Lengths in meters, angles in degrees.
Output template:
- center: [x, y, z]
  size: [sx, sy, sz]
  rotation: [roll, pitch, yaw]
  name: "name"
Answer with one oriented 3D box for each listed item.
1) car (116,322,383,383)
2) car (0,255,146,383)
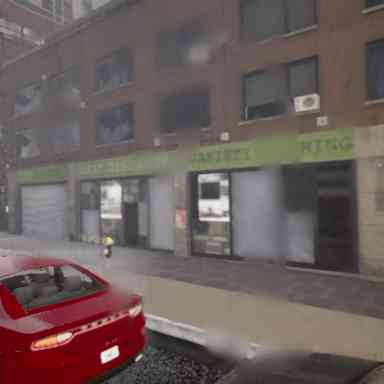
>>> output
- center: [1.938, 1.543, 1.507]
  size: [4.403, 1.369, 2.008]
  rotation: [-1, -1, 36]
  name: "car"
- center: [-2.678, 1.592, 4.799]
  size: [4.507, 1.381, 1.887]
  rotation: [-1, -1, 36]
  name: "car"
